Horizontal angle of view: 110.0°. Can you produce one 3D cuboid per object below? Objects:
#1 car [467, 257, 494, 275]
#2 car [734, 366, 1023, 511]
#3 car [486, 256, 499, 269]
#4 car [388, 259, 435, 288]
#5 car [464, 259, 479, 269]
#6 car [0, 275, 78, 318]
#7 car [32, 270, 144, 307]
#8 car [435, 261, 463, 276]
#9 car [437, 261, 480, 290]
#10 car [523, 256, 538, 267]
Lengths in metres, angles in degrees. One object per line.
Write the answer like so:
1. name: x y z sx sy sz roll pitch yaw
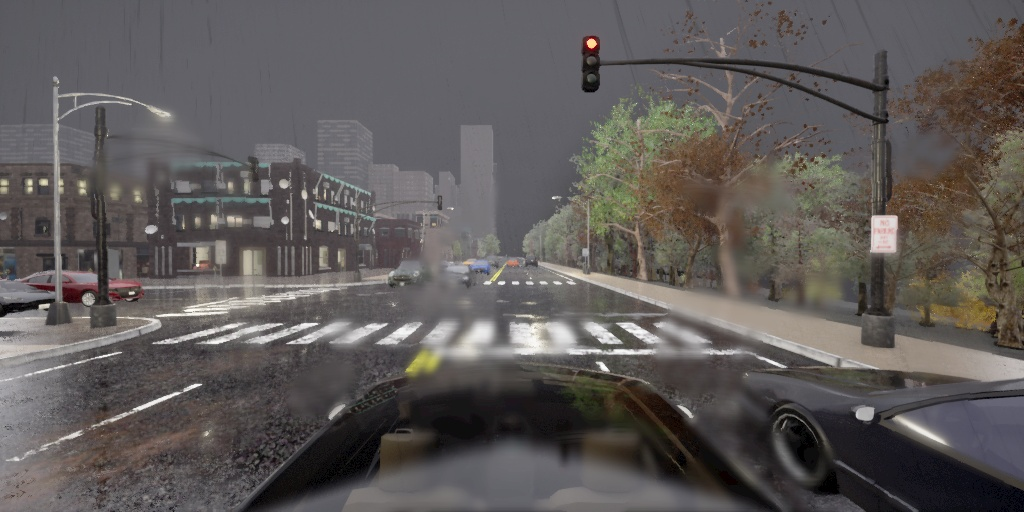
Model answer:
1. car: -3.301 1.215 38.472 1.882 1.535 5.008 0 0 0
2. car: 3.350 1.298 1.454 2.033 1.411 5.357 0 0 0
3. car: -3.263 0.950 57.489 2.150 2.045 5.566 0 0 0
4. car: -6.571 1.095 23.788 2.097 1.767 4.553 0 0 0
5. car: -6.507 1.207 58.052 1.882 1.535 5.008 0 0 0
6. car: -19.932 1.564 13.632 4.313 1.339 1.948 0 0 0
7. car: -19.821 1.448 16.337 5.008 1.535 1.882 -1 1 0
8. car: -6.553 1.285 37.836 2.033 1.411 5.357 0 0 0
9. car: -3.322 1.270 22.823 1.812 1.442 4.674 0 0 0
10. car: 3.432 0.948 64.201 2.150 2.045 5.566 0 0 0
